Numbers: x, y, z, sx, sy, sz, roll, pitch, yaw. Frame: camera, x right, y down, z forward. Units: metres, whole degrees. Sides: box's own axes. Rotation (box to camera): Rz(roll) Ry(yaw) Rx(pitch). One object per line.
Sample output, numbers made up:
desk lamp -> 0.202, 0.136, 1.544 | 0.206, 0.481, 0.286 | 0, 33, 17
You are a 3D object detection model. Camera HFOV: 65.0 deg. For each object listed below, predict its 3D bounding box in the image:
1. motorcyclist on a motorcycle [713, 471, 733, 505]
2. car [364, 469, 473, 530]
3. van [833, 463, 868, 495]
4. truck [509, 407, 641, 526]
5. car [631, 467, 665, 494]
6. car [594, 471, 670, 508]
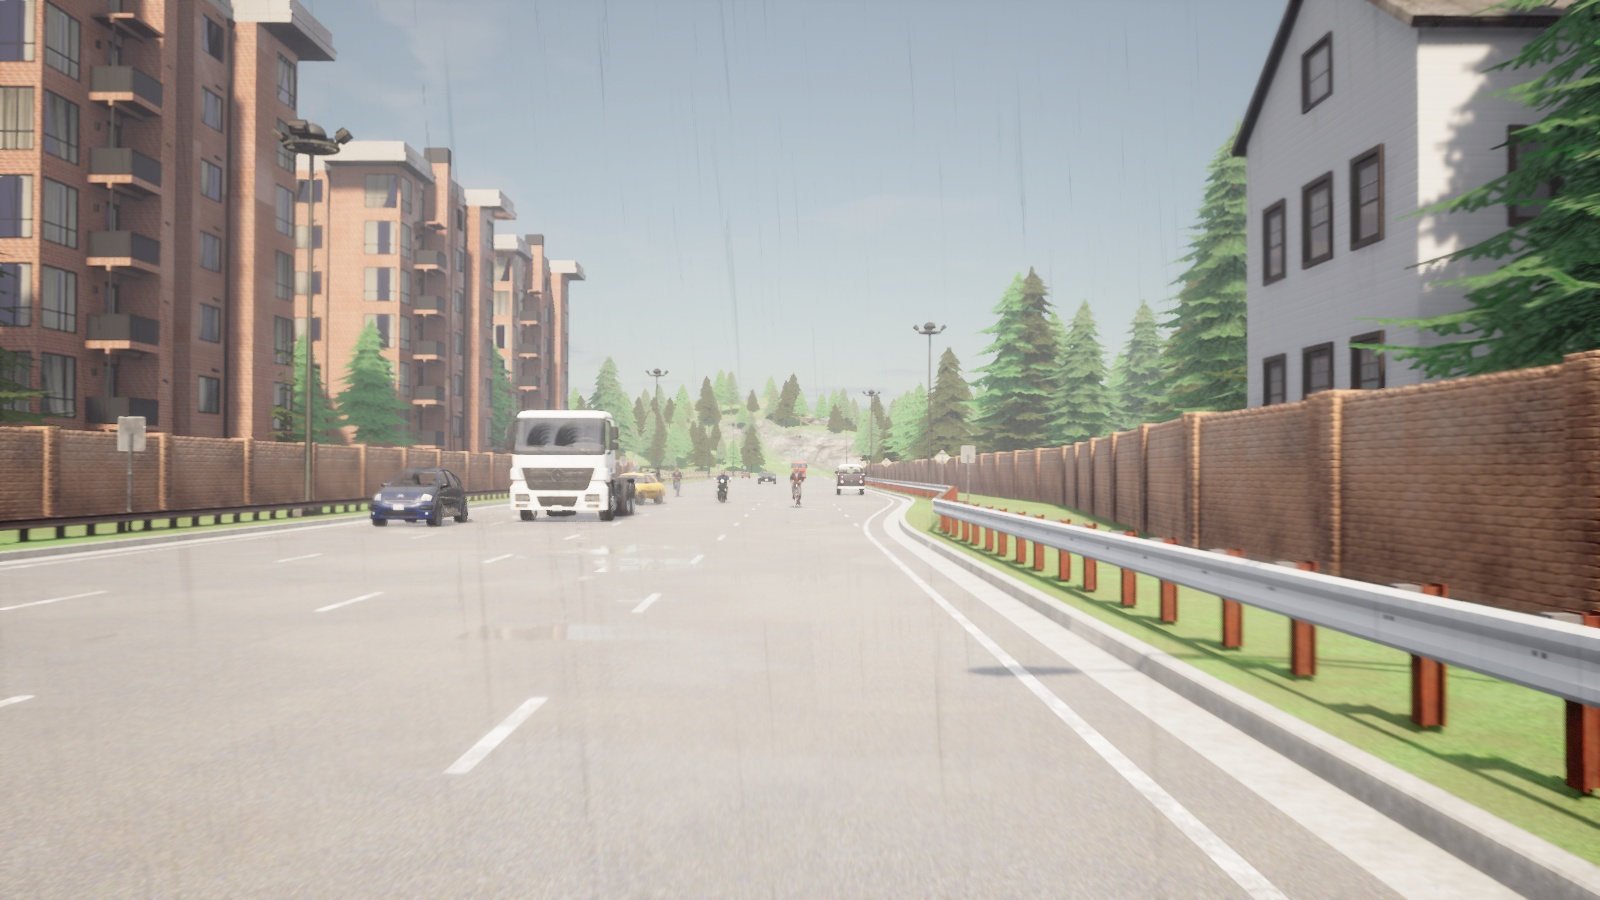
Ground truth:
motorcyclist on a motorcycle -> -3.645, 1.778, 59.548 | 0.866, 1.590, 1.817 | 0, -1, 0
car -> -10.586, 1.343, 35.141 | 1.851, 1.617, 3.988 | 0, -1, 0
van -> 3.298, 1.908, 82.486 | 2.069, 2.038, 4.480 | 0, -2, 0
truck -> -7.103, 0.544, 40.815 | 2.891, 3.462, 7.936 | 0, -1, 0
car -> -10.716, 2.135, 88.630 | 1.905, 1.878, 3.866 | 0, -1, 0
car -> -7.484, 1.729, 56.632 | 1.801, 1.575, 5.366 | -1, -1, 11
